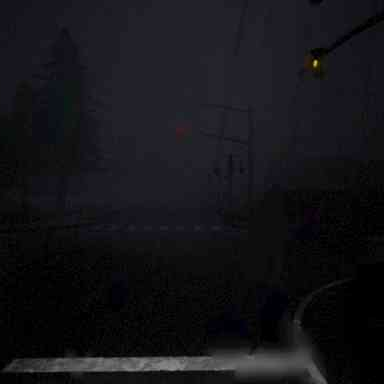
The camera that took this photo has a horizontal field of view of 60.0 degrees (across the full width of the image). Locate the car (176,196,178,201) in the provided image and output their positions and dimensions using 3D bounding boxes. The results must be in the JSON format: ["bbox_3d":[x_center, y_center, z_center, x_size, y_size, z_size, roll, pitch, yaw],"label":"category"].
[{"bbox_3d":[-2.161,1.320,71.021,1.812,1.442,4.674,0,0,-13],"label":"car"}]

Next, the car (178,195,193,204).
[{"bbox_3d":[-0.873,1.512,60.836,2.033,1.411,5.357,0,0,-7],"label":"car"}]

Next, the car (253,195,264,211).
[{"bbox_3d":[8.887,1.141,36.211,4.605,1.855,1.932,0,0,-1],"label":"car"}]
